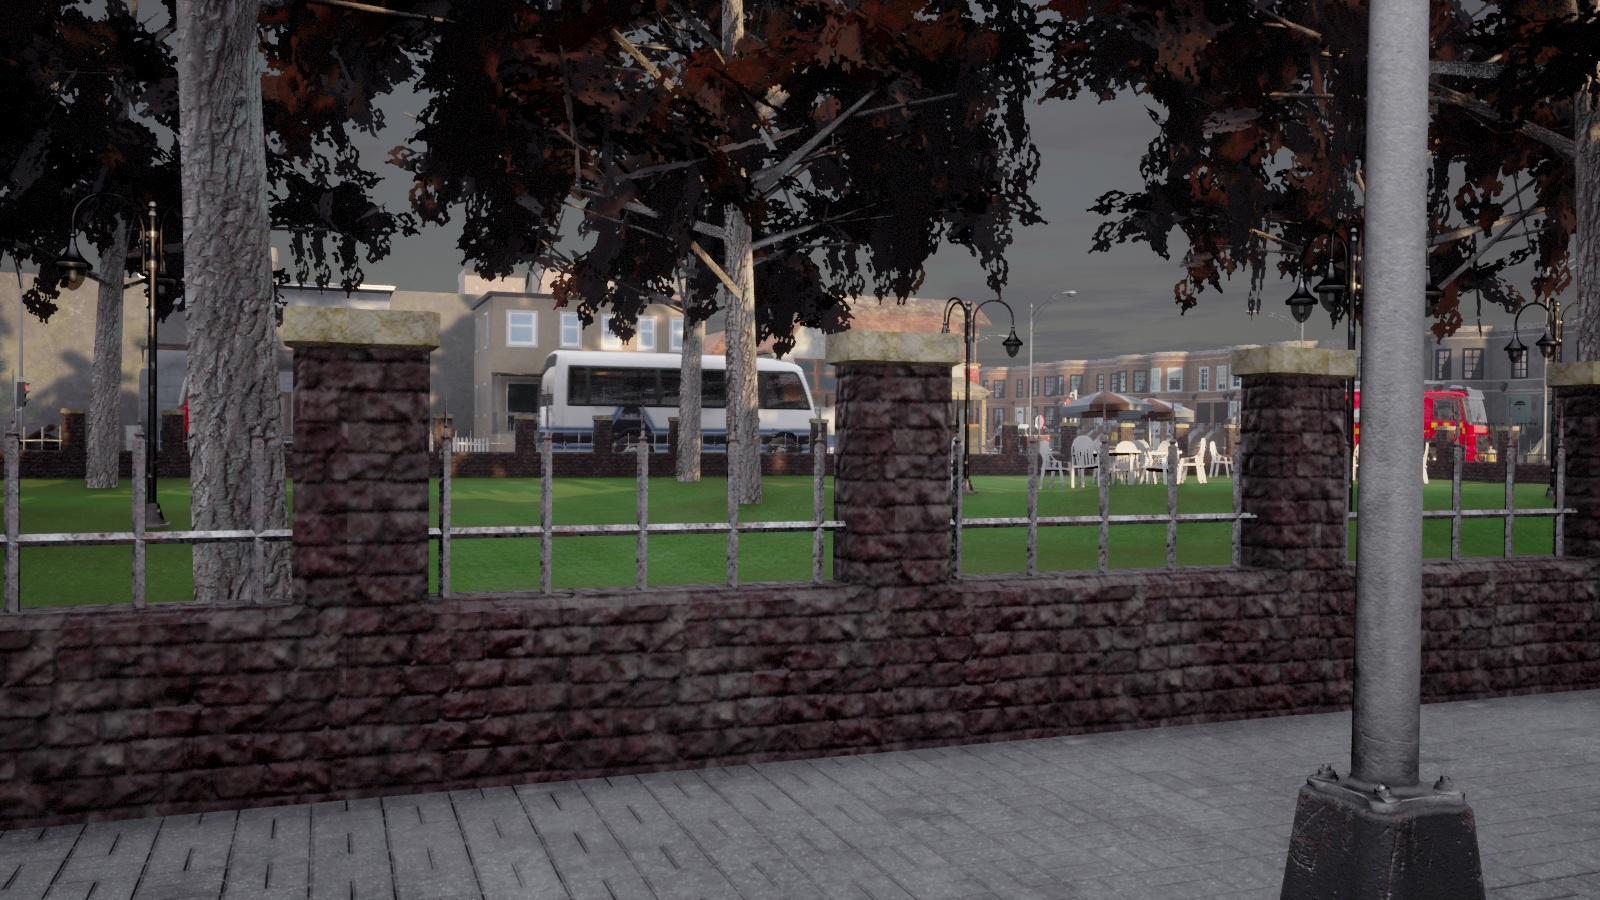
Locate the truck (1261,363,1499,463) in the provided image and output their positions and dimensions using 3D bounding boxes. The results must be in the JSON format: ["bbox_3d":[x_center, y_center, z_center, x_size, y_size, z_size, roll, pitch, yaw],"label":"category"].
[{"bbox_3d":[23.833,-1.469,51.938,8.468,3.827,2.891,0,1,40],"label":"truck"}]

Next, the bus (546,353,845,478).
[{"bbox_3d":[-3.871,-1.292,46.418,10.273,4.253,3.944,-1,1,-21],"label":"bus"}]

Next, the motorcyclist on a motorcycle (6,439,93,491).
[{"bbox_3d":[-23.326,0.450,39.063,2.191,1.530,0.866,-1,1,-21],"label":"motorcyclist on a motorcycle"}]

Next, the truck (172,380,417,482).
[{"bbox_3d":[-18.068,-0.726,45.333,7.936,3.462,2.891,-1,1,-20],"label":"truck"}]

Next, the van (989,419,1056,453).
[{"bbox_3d":[13.800,-0.897,78.038,2.069,2.038,4.480,-1,1,-21],"label":"van"}]
